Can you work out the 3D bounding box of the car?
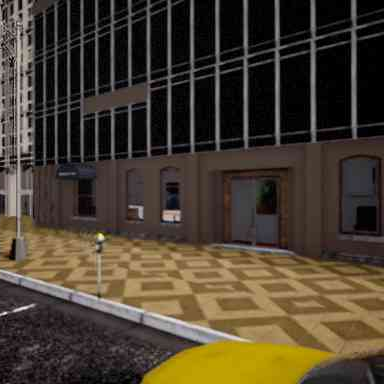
[{"bbox_3d":[1.592,1.526,1.744,4.829,1.417,1.752,0,0,36],"label":"car"}]
